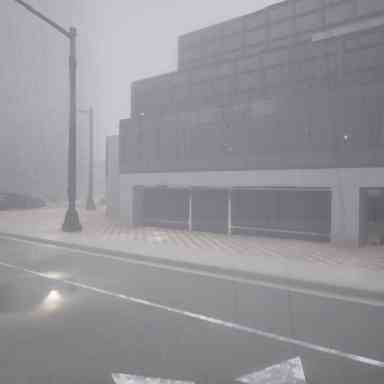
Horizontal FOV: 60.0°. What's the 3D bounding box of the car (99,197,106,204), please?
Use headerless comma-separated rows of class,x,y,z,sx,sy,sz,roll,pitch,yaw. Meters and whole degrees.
car,-11.160,1.046,48.100,1.837,1.490,4.892,1,1,36

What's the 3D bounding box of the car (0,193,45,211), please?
car,-17.291,0.871,33.678,2.097,1.767,4.553,1,1,36
